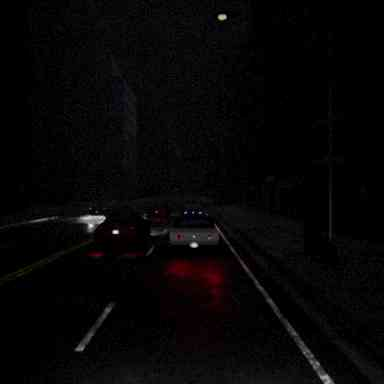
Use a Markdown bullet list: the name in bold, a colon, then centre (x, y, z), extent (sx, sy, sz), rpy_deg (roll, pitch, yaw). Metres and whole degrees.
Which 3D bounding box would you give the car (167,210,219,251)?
- **car**: centre (0.091, 1.673, 14.465), extent (1.895, 1.301, 4.718), rpy_deg (0, 0, 0)

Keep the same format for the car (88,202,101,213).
- **car**: centre (-9.845, 1.799, 36.639), extent (1.895, 1.301, 4.718), rpy_deg (0, 0, 0)

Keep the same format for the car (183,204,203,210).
- **car**: centre (0.091, 1.757, 29.598), extent (1.895, 1.301, 4.718), rpy_deg (0, 0, 0)

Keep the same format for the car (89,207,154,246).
- **car**: centre (-3.158, 1.642, 15.770), extent (1.994, 1.385, 4.181), rpy_deg (0, 0, 0)

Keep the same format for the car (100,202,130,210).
- **car**: centre (-6.600, 1.724, 30.319), extent (1.994, 1.385, 4.181), rpy_deg (0, 0, 0)

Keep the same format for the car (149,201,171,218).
- **car**: centre (-3.149, 1.650, 32.332), extent (1.882, 1.535, 5.008), rpy_deg (0, 0, 0)
